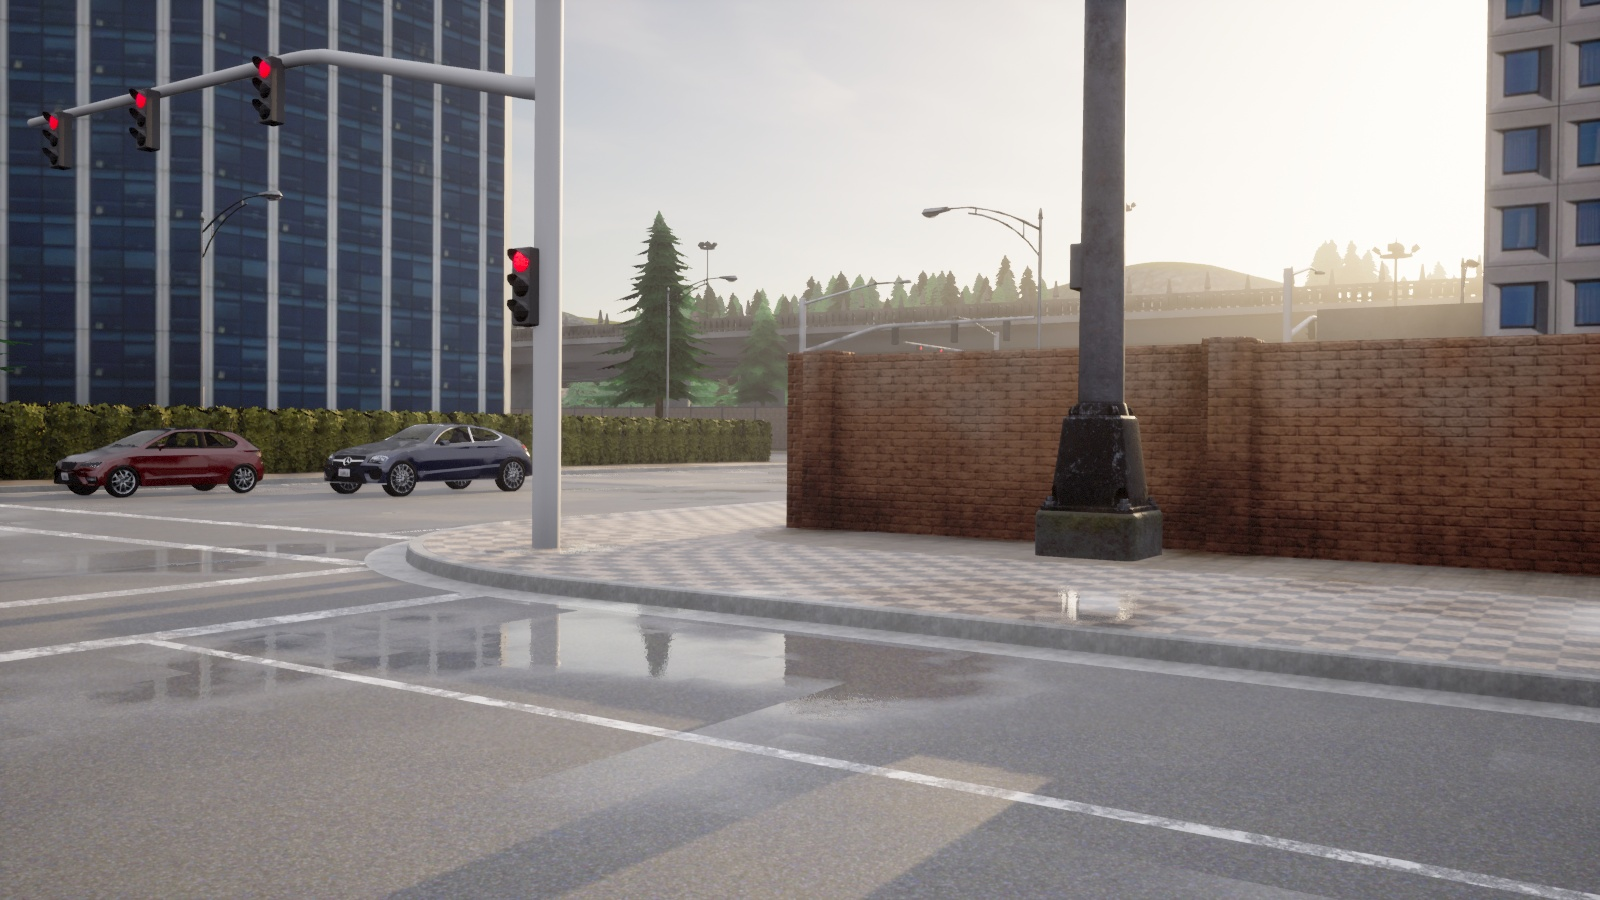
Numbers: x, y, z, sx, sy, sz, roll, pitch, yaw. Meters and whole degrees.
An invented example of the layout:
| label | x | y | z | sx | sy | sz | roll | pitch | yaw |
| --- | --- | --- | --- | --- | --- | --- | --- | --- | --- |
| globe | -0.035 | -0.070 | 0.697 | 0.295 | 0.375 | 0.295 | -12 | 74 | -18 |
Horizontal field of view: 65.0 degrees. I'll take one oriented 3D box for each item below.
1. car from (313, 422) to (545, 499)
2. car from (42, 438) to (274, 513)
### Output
| label | x | y | z | sx | sy | sz | roll | pitch | yaw |
| --- | --- | --- | --- | --- | --- | --- | --- | --- | --- |
| car | -8.596 | 0.184 | 29.564 | 2.152 | 1.651 | 5.027 | 0 | 1 | 33 |
| car | -14.023 | 0.494 | 27.653 | 1.816 | 1.474 | 4.193 | 0 | 1 | 33 |
